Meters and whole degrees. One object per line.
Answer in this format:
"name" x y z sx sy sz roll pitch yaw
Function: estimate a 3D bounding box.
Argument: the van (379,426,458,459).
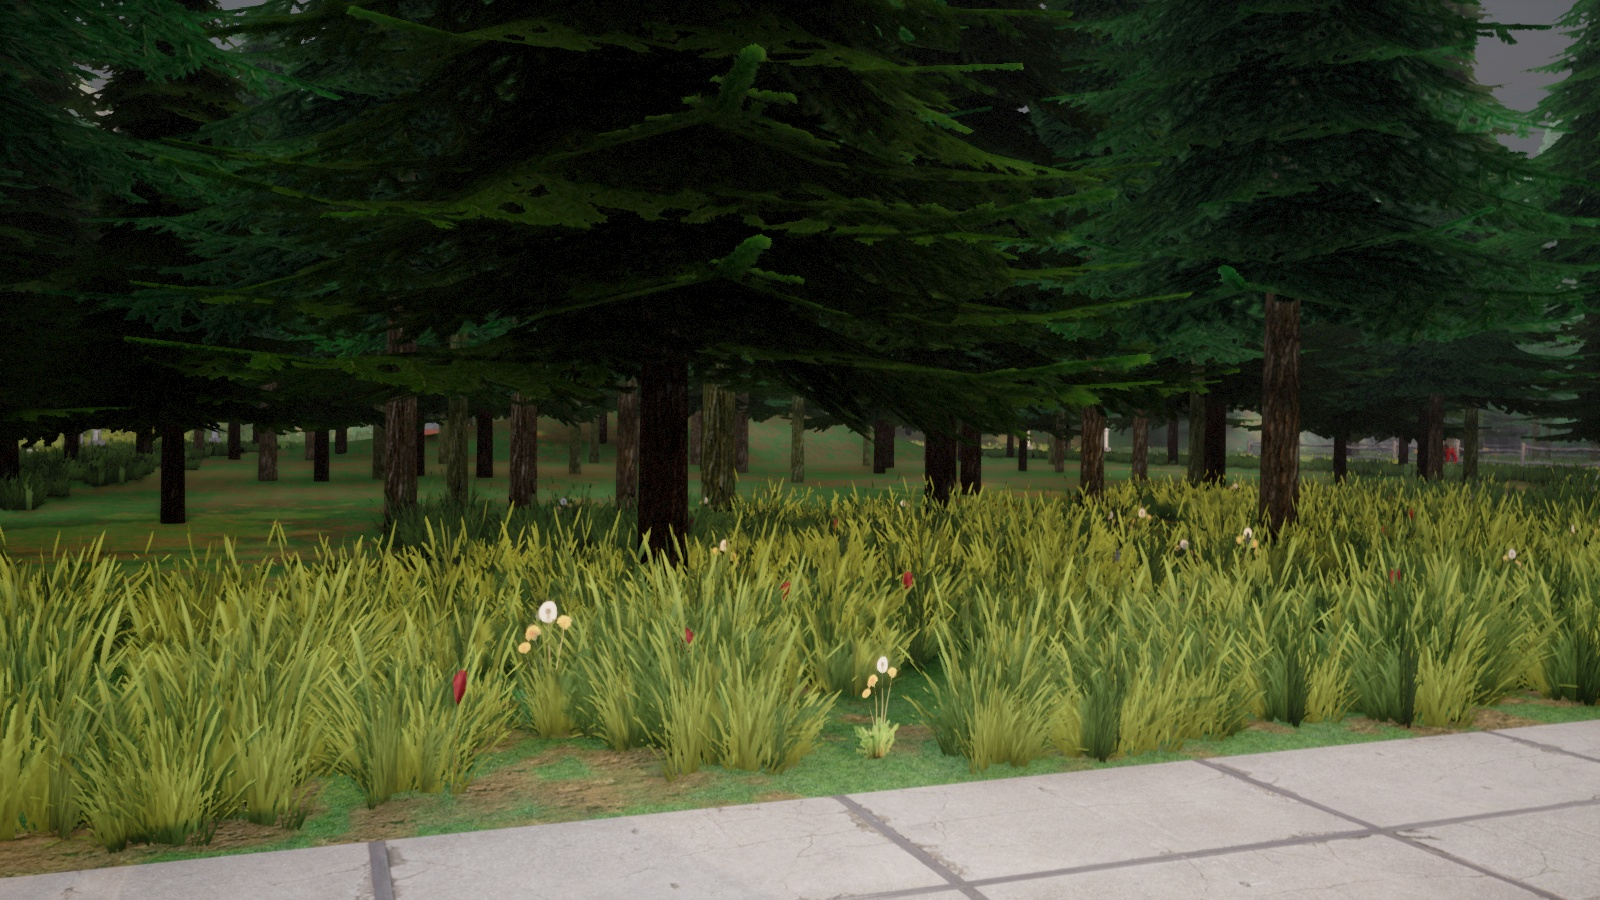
"van" -24.264 -0.505 79.884 4.442 1.987 1.775 -1 1 -33

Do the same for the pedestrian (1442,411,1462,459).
"pedestrian" 25.506 -0.587 49.141 0.353 1.847 0.614 -1 1 -20
